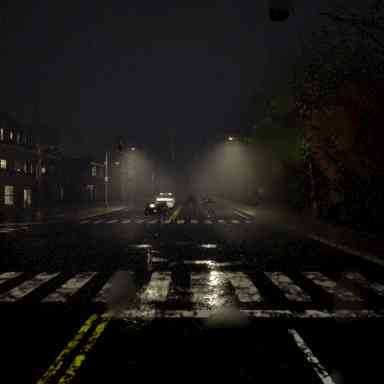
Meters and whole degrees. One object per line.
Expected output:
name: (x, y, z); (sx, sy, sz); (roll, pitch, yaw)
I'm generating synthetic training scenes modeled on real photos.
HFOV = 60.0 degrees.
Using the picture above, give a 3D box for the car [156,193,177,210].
car: (-3.429, 1.207, 43.161); (2.150, 2.045, 5.566); (0, 0, 0)

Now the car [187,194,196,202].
car: (-0.167, 1.281, 73.127); (1.882, 1.535, 5.008); (0, 0, 0)

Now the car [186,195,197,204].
car: (-0.144, 1.481, 62.709); (1.837, 1.490, 4.892); (0, 0, 0)

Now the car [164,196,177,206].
car: (-3.446, 1.486, 53.629); (1.837, 1.490, 4.892); (0, 0, 0)

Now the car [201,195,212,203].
car: (3.085, 1.495, 73.260); (2.128, 1.511, 4.902); (0, 0, 0)

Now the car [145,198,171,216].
car: (-3.412, 1.554, 32.760); (1.994, 1.385, 4.181); (0, 0, 0)

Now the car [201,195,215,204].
car: (3.212, 1.577, 62.794); (1.895, 1.301, 4.718); (0, 0, 0)
